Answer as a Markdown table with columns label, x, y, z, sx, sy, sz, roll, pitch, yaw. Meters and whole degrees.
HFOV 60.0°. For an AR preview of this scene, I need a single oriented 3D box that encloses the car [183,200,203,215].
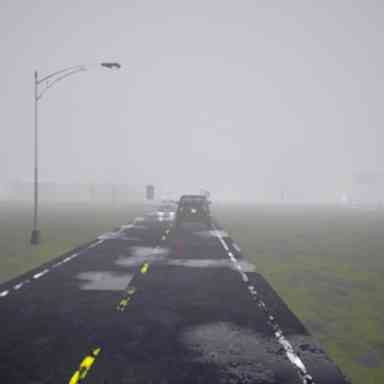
| label | x | y | z | sx | sy | sz | roll | pitch | yaw |
| --- | --- | --- | --- | --- | --- | --- | --- | --- | --- |
| car | 0.094 | 1.535 | 34.610 | 1.994 | 1.385 | 4.181 | 0 | 0 | 0 |

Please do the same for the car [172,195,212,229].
| label | x | y | z | sx | sy | sz | roll | pitch | yaw |
| --- | --- | --- | --- | --- | --- | --- | --- | --- | --- |
| car | 0.094 | 1.193 | 21.478 | 2.150 | 2.045 | 5.566 | 0 | -1 | 0 |

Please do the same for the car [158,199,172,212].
| label | x | y | z | sx | sy | sz | roll | pitch | yaw |
| --- | --- | --- | --- | --- | --- | --- | --- | --- | --- |
| car | -2.790 | 1.518 | 38.454 | 2.033 | 1.411 | 5.357 | 0 | 0 | 1 |
